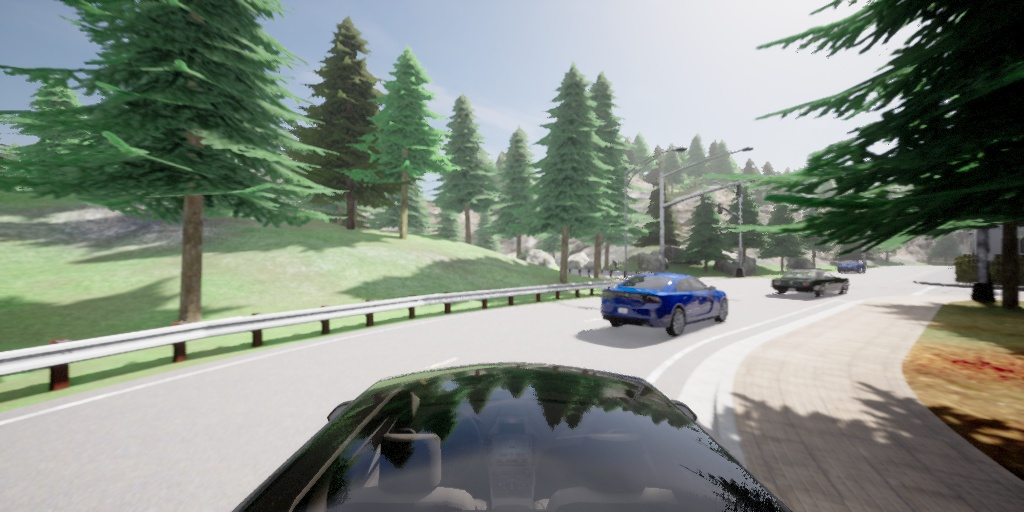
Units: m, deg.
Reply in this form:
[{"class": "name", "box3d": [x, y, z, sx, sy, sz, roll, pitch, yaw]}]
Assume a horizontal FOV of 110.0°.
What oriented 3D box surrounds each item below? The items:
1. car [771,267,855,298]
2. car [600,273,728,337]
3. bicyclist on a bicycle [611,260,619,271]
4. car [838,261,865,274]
[{"class": "car", "box3d": [15.753, 1.387, 18.851, 4.718, 1.301, 1.895, 0, 0, -30]}, {"class": "car", "box3d": [4.638, 1.251, 10.568, 5.008, 1.535, 1.882, 1, -1, -41]}, {"class": "bicyclist on a bicycle", "box3d": [12.773, 1.288, 44.710, 1.656, 1.620, 0.582, -8, 2, -38]}, {"class": "car", "box3d": [41.098, 1.314, 43.435, 5.008, 1.535, 1.882, 0, 0, -37]}]
